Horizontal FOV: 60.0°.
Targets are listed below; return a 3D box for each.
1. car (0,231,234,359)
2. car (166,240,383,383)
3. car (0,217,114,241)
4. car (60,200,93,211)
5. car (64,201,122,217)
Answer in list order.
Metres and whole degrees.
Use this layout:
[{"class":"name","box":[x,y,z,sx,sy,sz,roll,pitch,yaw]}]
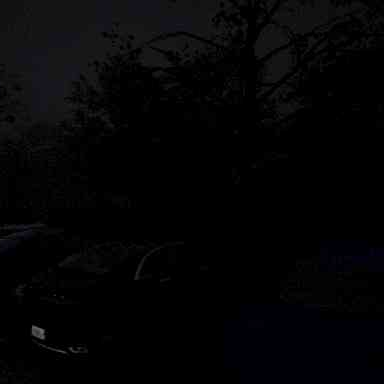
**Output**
[{"class":"car","box":[-0.560,1.522,6.211,2.231,1.521,4.892,-1,0,36]},{"class":"car","box":[2.110,1.487,4.318,2.097,1.535,5.008,-1,0,36]},{"class":"car","box":[-3.223,1.595,8.117,2.002,1.452,4.674,-1,0,36]},{"class":"car","box":[-18.559,2.111,53.579,1.812,1.442,4.674,-4,-1,35]},{"class":"car","box":[-8.208,1.576,28.335,2.128,1.511,4.902,-4,-2,35]}]
